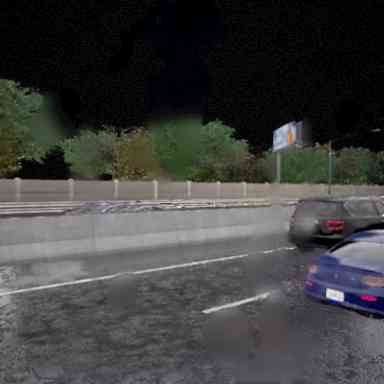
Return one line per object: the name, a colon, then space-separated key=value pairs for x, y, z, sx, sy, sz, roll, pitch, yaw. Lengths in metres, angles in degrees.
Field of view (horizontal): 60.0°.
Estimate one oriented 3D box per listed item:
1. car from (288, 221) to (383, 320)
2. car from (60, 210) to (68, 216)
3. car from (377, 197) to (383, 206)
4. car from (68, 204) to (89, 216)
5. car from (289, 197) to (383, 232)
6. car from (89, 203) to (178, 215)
car: x=4.194 y=1.502 z=6.750 sx=4.674 sy=1.442 sz=1.812 roll=0 pitch=0 yaw=-36
car: x=-7.488 y=1.539 z=24.442 sx=4.181 sy=1.385 sz=1.994 roll=0 pitch=0 yaw=-35
car: x=30.938 y=1.462 z=51.752 sx=4.181 sy=1.385 sz=1.994 roll=0 pitch=0 yaw=-35
car: x=-5.165 y=1.466 z=21.800 sx=4.902 sy=1.511 sz=2.128 roll=0 pitch=0 yaw=-35
car: x=5.944 y=1.184 z=12.278 sx=5.566 sy=2.045 sz=2.150 roll=0 pitch=0 yaw=-35
car: x=-3.000 y=1.465 z=19.045 sx=4.902 sy=1.511 sz=2.128 roll=0 pitch=0 yaw=-35
